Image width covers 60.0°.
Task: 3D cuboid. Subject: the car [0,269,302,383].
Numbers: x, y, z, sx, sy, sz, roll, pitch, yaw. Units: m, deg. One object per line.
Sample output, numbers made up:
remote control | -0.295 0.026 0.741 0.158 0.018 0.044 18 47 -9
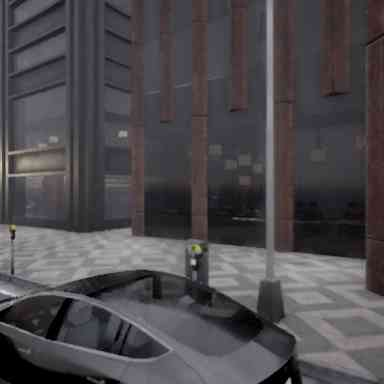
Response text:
car | -1.011 1.567 3.686 4.313 1.339 1.947 0 0 36
